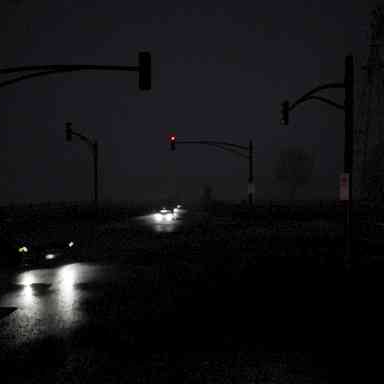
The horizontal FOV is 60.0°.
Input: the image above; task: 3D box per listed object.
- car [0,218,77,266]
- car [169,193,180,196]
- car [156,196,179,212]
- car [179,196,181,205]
[{"bbox_3d":[-6.120,1.655,11.995,2.033,1.411,5.357,1,-2,-44],"label":"car"},{"bbox_3d":[-3.074,1.217,57.857,2.150,2.045,5.566,0,0,0],"label":"car"},{"bbox_3d":[-2.970,1.485,37.690,2.128,1.511,4.902,0,0,-1],"label":"car"},{"bbox_3d":[-3.024,1.595,47.506,1.895,1.301,4.718,0,0,0],"label":"car"}]
